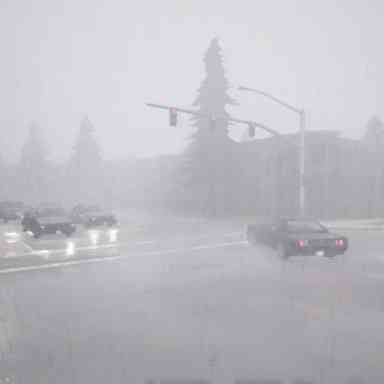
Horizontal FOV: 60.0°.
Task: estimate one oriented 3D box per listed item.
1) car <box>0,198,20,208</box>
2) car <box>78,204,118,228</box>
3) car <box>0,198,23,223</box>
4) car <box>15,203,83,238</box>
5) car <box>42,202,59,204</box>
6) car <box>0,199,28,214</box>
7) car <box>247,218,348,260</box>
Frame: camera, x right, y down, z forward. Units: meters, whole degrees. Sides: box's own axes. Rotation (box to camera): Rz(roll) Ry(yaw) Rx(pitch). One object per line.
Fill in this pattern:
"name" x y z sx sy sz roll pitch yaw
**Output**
"car" -27.330 1.575 48.351 4.181 1.385 1.994 0 0 22
"car" -6.912 1.558 22.624 2.033 1.411 5.357 0 0 -36
"car" -13.857 1.498 25.827 2.128 1.511 4.902 0 0 -39
"car" -7.971 1.554 18.151 2.033 1.411 5.357 0 0 -36
"car" -12.697 1.575 29.832 1.994 1.385 4.181 0 0 -42
"car" -20.275 1.513 36.634 4.892 1.490 1.837 0 0 34
"car" 3.623 1.614 12.533 1.895 1.301 4.718 0 0 -10
